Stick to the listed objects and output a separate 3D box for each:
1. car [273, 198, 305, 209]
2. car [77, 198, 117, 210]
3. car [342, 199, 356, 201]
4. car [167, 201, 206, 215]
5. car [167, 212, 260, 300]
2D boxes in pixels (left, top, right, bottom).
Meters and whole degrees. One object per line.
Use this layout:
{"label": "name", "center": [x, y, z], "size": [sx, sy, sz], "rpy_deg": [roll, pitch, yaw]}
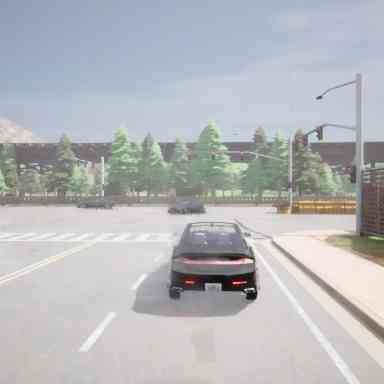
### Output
{"label": "car", "center": [12.471, 1.526, 41.568], "size": [4.674, 1.442, 1.812], "rpy_deg": [0, 0, 2]}
{"label": "car", "center": [-12.050, 1.493, 42.266], "size": [4.902, 1.511, 2.128], "rpy_deg": [0, 0, 2]}
{"label": "car", "center": [18.123, 1.491, 37.906], "size": [4.902, 1.511, 2.128], "rpy_deg": [0, 0, 2]}
{"label": "car", "center": [-0.511, 1.564, 32.703], "size": [1.994, 1.385, 4.181], "rpy_deg": [0, 0, 40]}
{"label": "car", "center": [0.510, 1.492, 8.397], "size": [2.128, 1.511, 4.902], "rpy_deg": [0, 0, 3]}
